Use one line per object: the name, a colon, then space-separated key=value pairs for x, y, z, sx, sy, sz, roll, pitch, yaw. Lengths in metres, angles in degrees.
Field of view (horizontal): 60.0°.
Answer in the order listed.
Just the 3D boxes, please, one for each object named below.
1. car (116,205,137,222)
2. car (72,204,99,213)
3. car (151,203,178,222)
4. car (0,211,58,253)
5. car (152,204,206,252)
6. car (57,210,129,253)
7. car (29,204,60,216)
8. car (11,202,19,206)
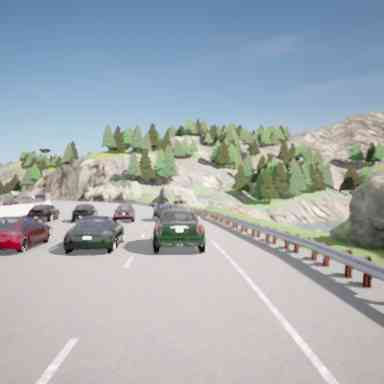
car: x=-5.948 y=1.870 z=29.553 sx=2.033 sy=1.411 sz=5.357 roll=0 pitch=-1 yaw=-9
car: x=-9.573 y=1.836 z=29.979 sx=1.837 sy=1.490 sz=4.892 roll=0 pitch=0 yaw=-9
car: x=-2.658 y=1.830 z=31.059 sx=2.128 sy=1.511 sz=4.902 roll=0 pitch=0 yaw=-9
car: x=-7.636 y=1.726 z=14.461 sx=1.994 sy=1.385 sz=4.181 roll=0 pitch=-1 yaw=-5
car: x=-0.642 y=1.512 z=14.802 sx=2.097 sy=1.767 sz=4.553 roll=0 pitch=-1 yaw=-5
car: x=-4.131 y=1.725 z=14.575 sx=1.994 sy=1.385 sz=4.181 roll=0 pitch=-1 yaw=-5
car: x=-13.031 y=1.833 z=29.440 sx=1.837 sy=1.490 sz=4.892 roll=0 pitch=0 yaw=-9
car: x=-31.003 y=2.111 z=57.064 sx=1.882 sy=1.535 sz=5.008 roll=0 pitch=-1 yaw=-19
